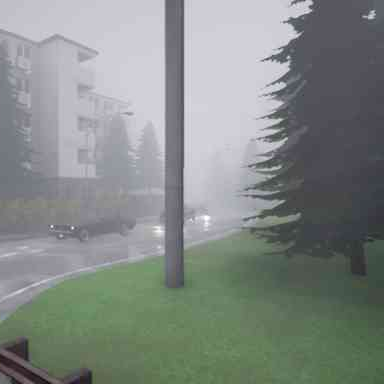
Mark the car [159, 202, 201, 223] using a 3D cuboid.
[{"bbox_3d":[-1.067,1.654,27.171,1.882,1.535,5.008,0,0,16],"label":"car"}]

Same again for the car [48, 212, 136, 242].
[{"bbox_3d":[-5.183,1.777,17.817,1.895,1.301,4.718,0,0,29],"label":"car"}]

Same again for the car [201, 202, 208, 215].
[{"bbox_3d":[0.850,1.777,37.090,1.895,1.301,4.718,0,0,3],"label":"car"}]
